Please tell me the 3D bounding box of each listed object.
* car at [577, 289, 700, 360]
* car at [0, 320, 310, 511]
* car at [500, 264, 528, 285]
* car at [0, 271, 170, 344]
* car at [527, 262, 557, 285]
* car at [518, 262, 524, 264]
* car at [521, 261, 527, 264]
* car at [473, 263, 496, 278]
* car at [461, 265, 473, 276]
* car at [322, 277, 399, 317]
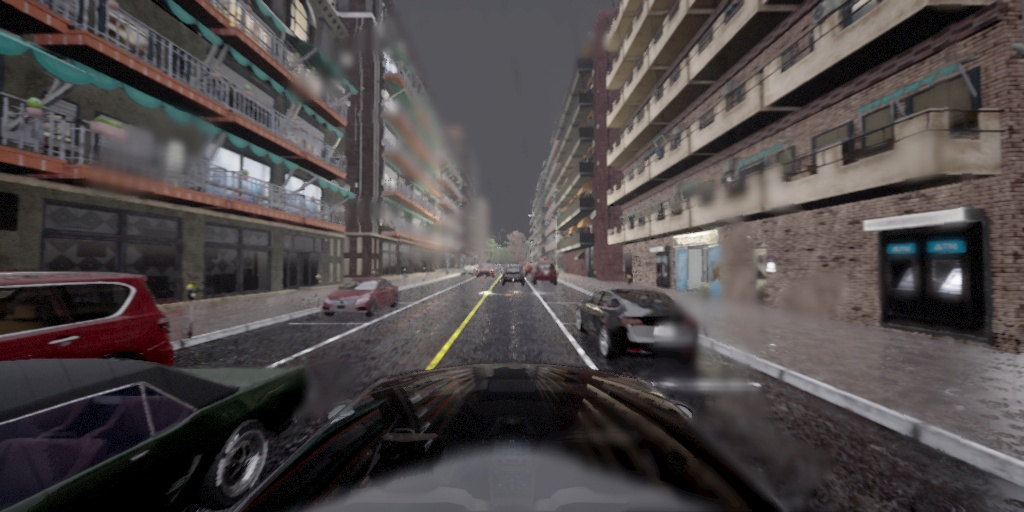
[{"bbox_3d":[2.692,1.407,8.423,1.948,1.339,4.313,0,0,0],"label":"car"},{"bbox_3d":[-3.100,1.349,1.601,1.895,1.301,4.718,0,-1,0],"label":"car"},{"bbox_3d":[0.099,1.640,30.202,1.837,1.490,4.892,0,-1,0],"label":"car"},{"bbox_3d":[-5.690,1.080,2.889,2.192,1.841,5.009,0,0,0],"label":"car"},{"bbox_3d":[2.693,1.458,30.693,2.192,1.841,5.009,0,0,0],"label":"car"},{"bbox_3d":[0.086,1.822,44.368,2.128,1.511,4.902,0,-1,0],"label":"car"},{"bbox_3d":[2.694,1.686,47.394,2.192,1.841,5.009,0,0,0],"label":"car"},{"bbox_3d":[-3.074,1.653,42.353,2.097,1.767,4.553,0,-1,0],"label":"car"},{"bbox_3d":[-5.687,1.922,47.428,2.007,1.370,4.403,0,0,0],"label":"car"},{"bbox_3d":[-5.689,1.498,14.024,1.802,1.307,4.207,0,0,0],"label":"car"}]
